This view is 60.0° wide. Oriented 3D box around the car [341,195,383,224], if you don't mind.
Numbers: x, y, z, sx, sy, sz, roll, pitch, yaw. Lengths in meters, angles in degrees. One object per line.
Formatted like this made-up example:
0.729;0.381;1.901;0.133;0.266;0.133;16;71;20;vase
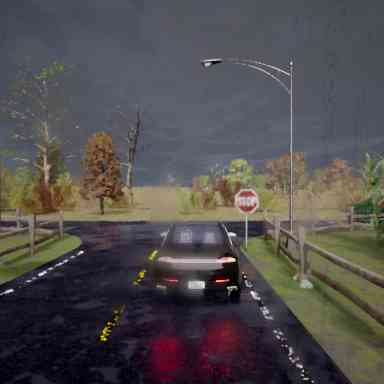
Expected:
13.874;1.193;24.163;5.566;2.045;2.150;0;0;1;car

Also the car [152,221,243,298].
0.152;1.492;8.515;2.128;1.511;4.902;0;0;2;car
